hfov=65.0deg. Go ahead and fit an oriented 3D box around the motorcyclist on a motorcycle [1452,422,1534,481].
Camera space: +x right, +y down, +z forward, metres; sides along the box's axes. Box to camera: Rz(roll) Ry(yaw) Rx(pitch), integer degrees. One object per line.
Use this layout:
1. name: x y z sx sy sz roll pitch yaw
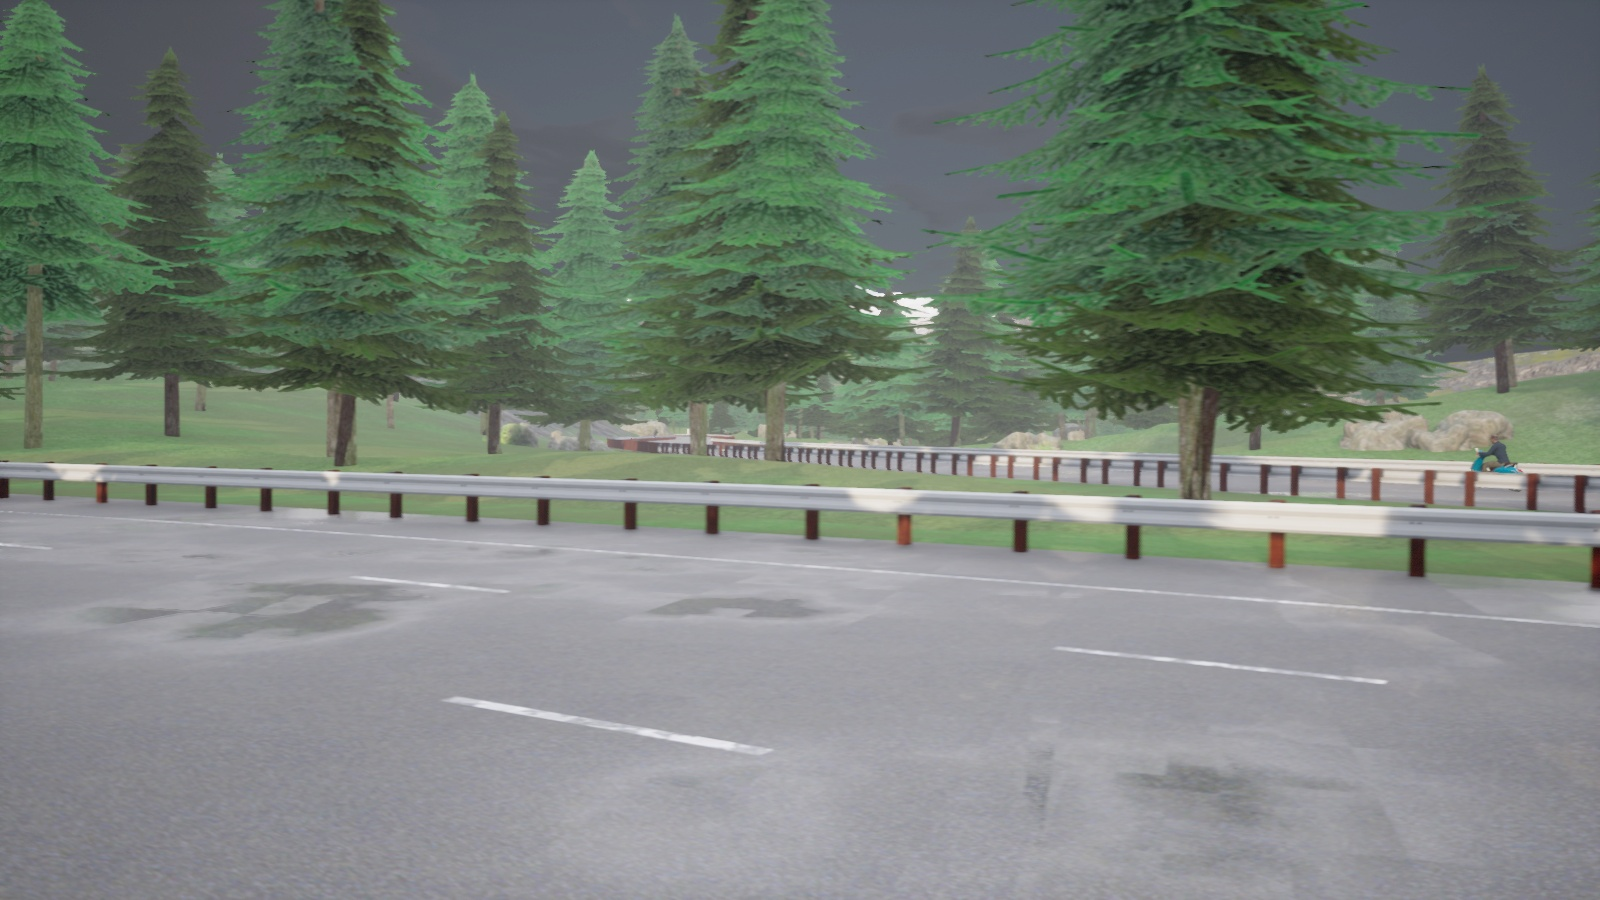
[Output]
1. motorcyclist on a motorcycle: 19.325 0.021 35.052 0.866 1.590 1.817 -1 1 -28
